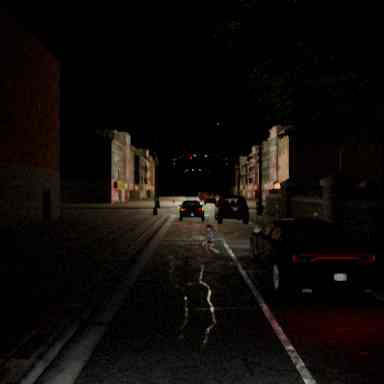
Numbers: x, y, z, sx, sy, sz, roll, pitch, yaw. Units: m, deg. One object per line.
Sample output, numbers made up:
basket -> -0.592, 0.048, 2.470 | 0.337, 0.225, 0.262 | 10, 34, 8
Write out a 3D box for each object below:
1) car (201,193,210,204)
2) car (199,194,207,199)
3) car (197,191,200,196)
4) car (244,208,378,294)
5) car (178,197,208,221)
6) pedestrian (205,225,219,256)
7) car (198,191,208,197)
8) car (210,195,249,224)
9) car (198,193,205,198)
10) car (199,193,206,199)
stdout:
car -> 2.653, 1.193, 49.236 | 1.887, 1.381, 4.507 | 1, 0, 0
car -> 2.658, 1.065, 81.860 | 1.802, 1.307, 4.206 | 0, 0, 0
car -> 2.658, 0.847, 70.984 | 2.192, 1.841, 5.009 | 1, 0, 0
car -> 2.752, 1.406, 8.641 | 1.882, 1.535, 5.008 | 0, 0, 0
car -> -0.047, 1.330, 24.957 | 1.812, 1.442, 4.674 | 0, 0, -2
pedestrian -> 0.614, 1.578, 11.276 | 0.500, 1.100, 0.500 | 1, 0, -10
car -> 2.656, 1.104, 65.548 | 1.887, 1.381, 4.507 | 1, 0, 0
car -> 2.653, 1.135, 22.805 | 2.192, 1.841, 5.009 | 1, 0, 0
car -> 2.659, 0.989, 92.735 | 2.008, 1.369, 4.403 | 0, 0, 0
car -> 2.658, 1.042, 87.298 | 1.802, 1.307, 4.206 | 0, 0, 0
